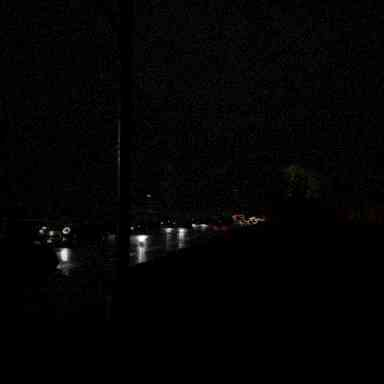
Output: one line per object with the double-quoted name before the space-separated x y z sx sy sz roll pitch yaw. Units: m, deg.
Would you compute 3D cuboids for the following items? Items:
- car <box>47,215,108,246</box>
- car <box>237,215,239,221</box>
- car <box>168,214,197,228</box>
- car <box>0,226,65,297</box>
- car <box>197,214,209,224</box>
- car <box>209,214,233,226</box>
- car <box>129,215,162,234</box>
"car" -6.985 2.170 19.975 2.097 1.767 4.553 0 -3 17
"car" 9.449 4.572 61.646 1.837 1.490 4.892 0 -5 17
"car" -1.281 3.327 38.822 1.837 1.490 4.892 0 -3 17
"car" -5.398 1.854 9.325 1.994 1.385 4.181 0 -3 -2
"car" 1.666 3.882 48.447 2.033 1.411 5.357 0 -3 17
"car" 4.260 3.646 44.412 2.128 1.511 4.902 0 -3 17
"car" -4.165 2.819 29.288 1.837 1.490 4.892 0 -3 17
